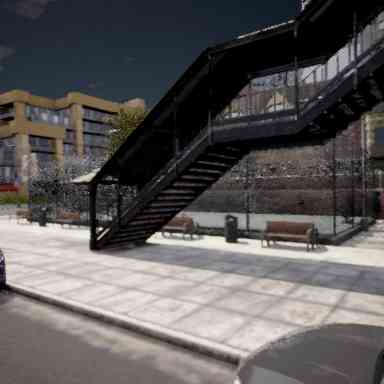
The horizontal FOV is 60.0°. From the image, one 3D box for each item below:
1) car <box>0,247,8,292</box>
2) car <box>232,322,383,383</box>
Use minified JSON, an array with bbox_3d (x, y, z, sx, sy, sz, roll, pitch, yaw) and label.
[{"bbox_3d":[-6.391,1.448,7.861,4.553,1.767,2.185,-1,0,35],"label":"car"},{"bbox_3d":[2.362,1.471,1.577,2.231,1.521,4.892,0,0,-45],"label":"car"}]
